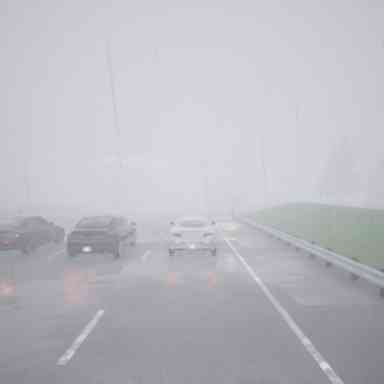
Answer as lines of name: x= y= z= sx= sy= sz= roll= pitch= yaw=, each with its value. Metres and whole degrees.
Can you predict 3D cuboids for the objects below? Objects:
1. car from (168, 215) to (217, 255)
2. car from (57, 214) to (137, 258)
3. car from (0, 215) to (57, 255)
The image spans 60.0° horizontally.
car: x=0.027 y=1.680 z=13.870 sx=1.812 sy=1.442 sz=4.674 roll=0 pitch=0 yaw=0
car: x=-3.477 y=1.658 z=13.480 sx=1.837 sy=1.490 sz=4.892 roll=0 pitch=0 yaw=0
car: x=-6.973 y=1.680 z=13.881 sx=1.812 sy=1.442 sz=4.674 roll=0 pitch=0 yaw=0
